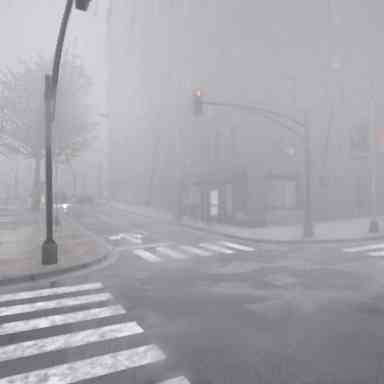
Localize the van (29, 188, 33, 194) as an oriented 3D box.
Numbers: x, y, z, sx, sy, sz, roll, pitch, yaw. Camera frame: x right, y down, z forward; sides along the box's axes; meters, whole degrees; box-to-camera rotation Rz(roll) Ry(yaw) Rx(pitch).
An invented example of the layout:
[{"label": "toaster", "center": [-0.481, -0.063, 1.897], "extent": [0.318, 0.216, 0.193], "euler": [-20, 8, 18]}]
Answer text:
[{"label": "van", "center": [-33.160, 0.135, 70.710], "extent": [1.690, 1.788, 3.998], "euler": [1, 0, -27]}]

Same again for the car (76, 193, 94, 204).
[{"label": "car", "center": [-15.300, 0.916, 47.442], "extent": [1.837, 1.490, 4.892], "euler": [-1, 3, -26]}]

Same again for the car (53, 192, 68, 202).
[{"label": "car", "center": [-20.143, 0.714, 50.820], "extent": [2.128, 1.511, 4.902], "euler": [-1, 3, -27]}]
